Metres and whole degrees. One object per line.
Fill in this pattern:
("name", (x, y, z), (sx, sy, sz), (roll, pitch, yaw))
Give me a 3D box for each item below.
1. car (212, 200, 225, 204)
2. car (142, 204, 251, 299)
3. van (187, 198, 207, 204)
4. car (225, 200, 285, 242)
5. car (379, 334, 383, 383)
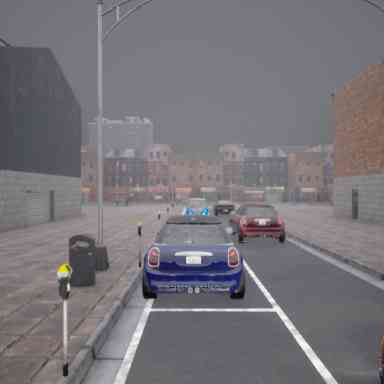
("car", (3.048, 1.486, 32.224), (1.882, 1.535, 5.008), (0, 0, 0))
("car", (0.033, 1.352, 8.621), (2.097, 1.767, 4.553), (0, 0, 0))
("van", (0.374, 1.345, 25.499), (1.690, 1.788, 3.998), (-1, 0, 0))
("car", (3.042, 1.352, 16.395), (2.097, 1.767, 4.553), (0, 0, 0))
("car", (3.021, 1.351, 1.648), (2.097, 1.767, 4.553), (0, 0, 0))
